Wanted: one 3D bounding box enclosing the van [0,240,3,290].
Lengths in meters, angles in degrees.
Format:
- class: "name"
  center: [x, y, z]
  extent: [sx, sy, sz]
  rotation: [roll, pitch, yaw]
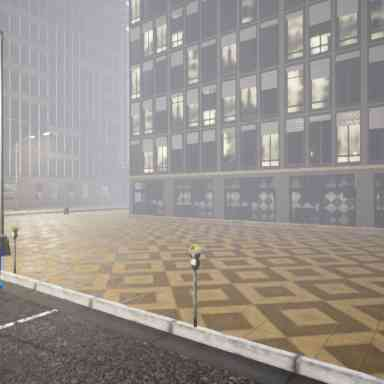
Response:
- class: "van"
  center: [-5.636, 1.337, 7.009]
  extent: [3.998, 1.788, 1.690]
  rotation: [0, 0, 36]
